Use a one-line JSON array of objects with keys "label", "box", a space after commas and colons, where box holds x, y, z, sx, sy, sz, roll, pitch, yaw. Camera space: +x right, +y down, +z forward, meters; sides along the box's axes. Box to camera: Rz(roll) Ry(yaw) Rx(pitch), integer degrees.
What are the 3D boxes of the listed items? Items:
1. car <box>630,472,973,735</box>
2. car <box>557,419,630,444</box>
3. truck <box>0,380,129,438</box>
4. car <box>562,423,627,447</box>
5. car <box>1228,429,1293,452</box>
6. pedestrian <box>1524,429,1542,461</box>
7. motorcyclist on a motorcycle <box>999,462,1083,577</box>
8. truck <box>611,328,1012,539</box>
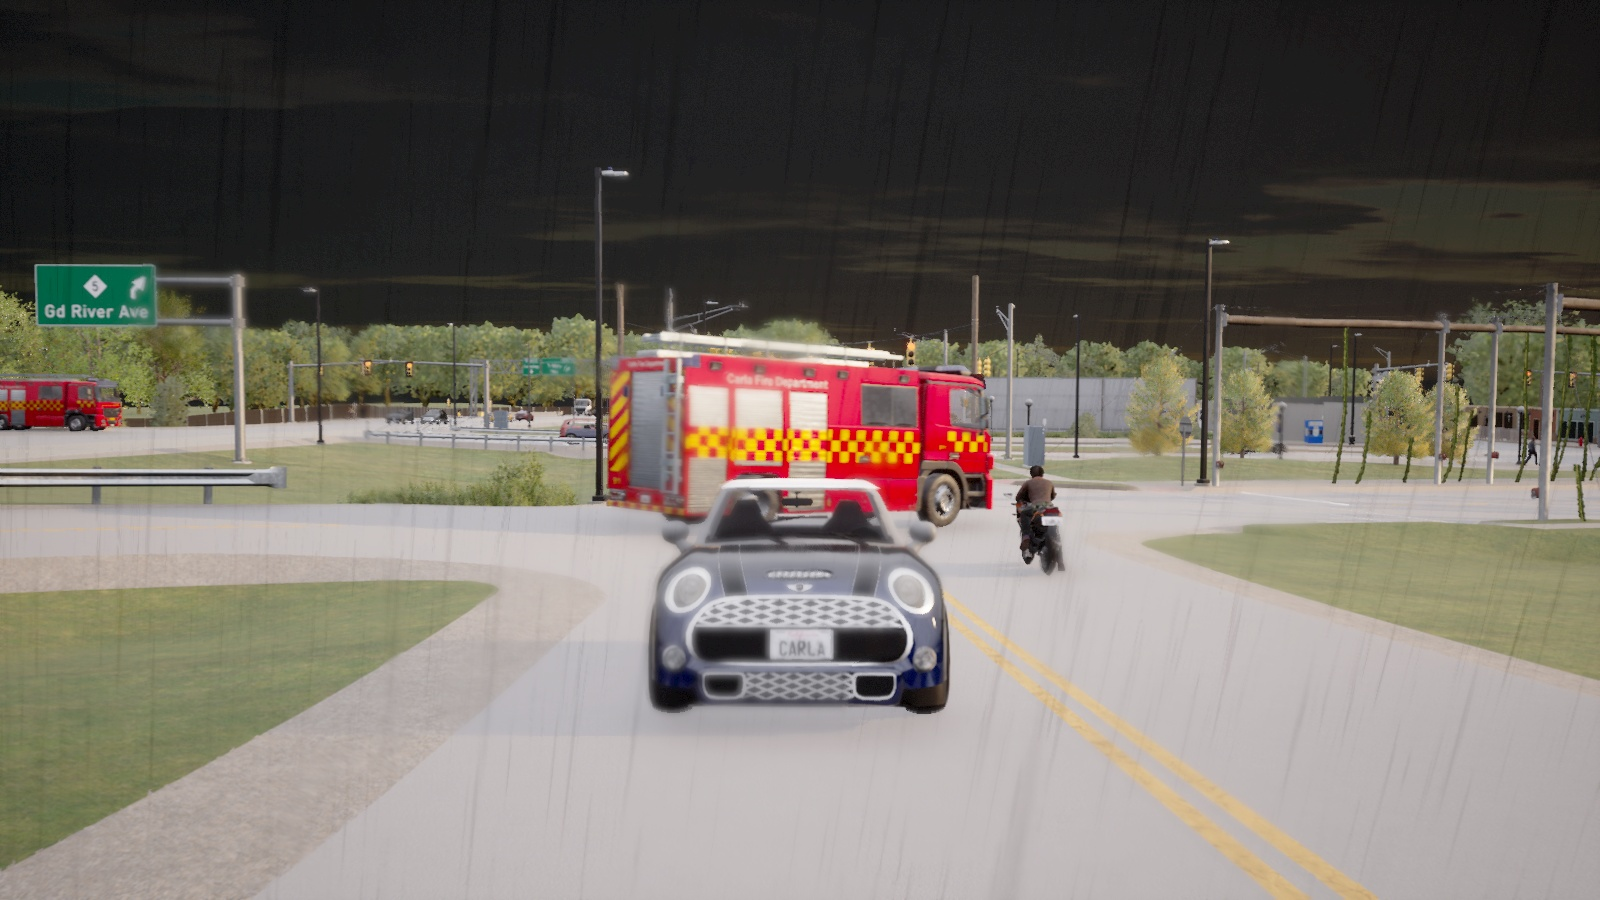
[{"label": "car", "box": [0.004, 0.913, 9.122, 1.970, 1.475, 3.806, 0, -1, 0]}, {"label": "car", "box": [-13.941, -1.267, 85.058, 4.611, 1.667, 2.242, 0, 2, -3]}, {"label": "truck", "box": [-50.072, -2.745, 84.244, 8.468, 3.827, 2.891, 0, 2, 0]}, {"label": "car", "box": [-13.277, -0.990, 81.336, 3.806, 1.475, 1.970, 0, 2, 3]}, {"label": "car", "box": [32.064, -0.692, 87.517, 3.806, 1.475, 1.970, -1, 3, -5]}, {"label": "pedestrian", "box": [45.111, -0.301, 77.250, 0.788, 1.949, 0.423, 0, 3, -1]}, {"label": "motorcyclist on a motorcycle", "box": [3.460, 0.957, 18.199, 0.797, 1.523, 2.044, 0, 1, -1]}, {"label": "truck", "box": [0.479, -0.292, 26.606, 8.468, 3.827, 2.891, 1, 1, -38]}]
